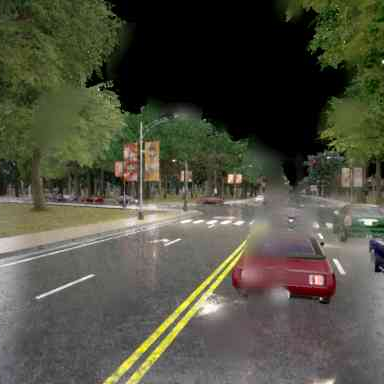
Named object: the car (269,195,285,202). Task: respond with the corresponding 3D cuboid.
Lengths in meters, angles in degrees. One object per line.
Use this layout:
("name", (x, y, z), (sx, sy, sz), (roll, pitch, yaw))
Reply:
("car", (17.136, 1.560, 67.033), (2.033, 1.411, 5.357), (0, 0, 17))

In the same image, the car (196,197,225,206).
("car", (2.903, 1.477, 53.466), (4.674, 1.442, 1.812), (1, 2, 2))

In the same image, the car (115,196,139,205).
("car", (-10.709, 1.364, 54.756), (4.902, 1.511, 2.128), (0, 0, 41))

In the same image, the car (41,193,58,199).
("car", (-36.619, 1.077, 85.391), (5.357, 1.411, 2.033), (0, 0, 40))

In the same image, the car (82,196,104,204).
("car", (-18.116, 1.426, 61.064), (4.718, 1.301, 1.895), (0, 0, 41))

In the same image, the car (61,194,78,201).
("car", (-29.000, 1.284, 78.914), (4.181, 1.385, 1.994), (0, 0, 40))

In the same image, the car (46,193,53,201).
("car", (-30.829, 1.265, 76.203), (4.674, 1.442, 1.812), (0, 0, 40))

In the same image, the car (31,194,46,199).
("car", (-39.042, 1.257, 83.186), (4.181, 1.385, 1.994), (0, 0, 40))

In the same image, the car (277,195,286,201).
("car", (23.379, 1.560, 86.966), (2.033, 1.411, 5.357), (0, 0, 17))

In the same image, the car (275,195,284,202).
("car", (20.212, 1.539, 76.849), (1.812, 1.442, 4.674), (0, 0, 17))

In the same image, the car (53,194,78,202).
("car", (-25.834, 1.303, 67.691), (4.674, 1.442, 1.812), (0, 0, 40))

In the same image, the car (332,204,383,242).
("car", (8.145, 1.353, 16.227), (2.097, 1.767, 4.553), (0, 0, 17))

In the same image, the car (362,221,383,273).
("car", (5.504, 1.601, 7.634), (1.895, 1.301, 4.718), (0, 0, 17))

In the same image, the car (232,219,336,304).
("car", (2.299, 1.601, 8.257), (1.895, 1.301, 4.718), (0, 0, 17))

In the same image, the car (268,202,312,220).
("car", (5.014, 1.506, 17.110), (1.837, 1.490, 4.892), (0, 0, 17))

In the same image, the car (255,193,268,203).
("car", (13.919, 1.538, 67.638), (1.812, 1.442, 4.674), (0, 0, 17))

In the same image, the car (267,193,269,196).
("car", (16.952, 1.240, 77.314), (2.150, 2.045, 5.566), (0, 0, 17))

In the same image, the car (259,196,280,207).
("car", (11.768, 1.592, 50.182), (1.895, 1.301, 4.718), (0, 0, 18))

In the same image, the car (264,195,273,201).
("car", (20.153, 1.560, 87.539), (2.033, 1.411, 5.357), (0, 0, 17))
